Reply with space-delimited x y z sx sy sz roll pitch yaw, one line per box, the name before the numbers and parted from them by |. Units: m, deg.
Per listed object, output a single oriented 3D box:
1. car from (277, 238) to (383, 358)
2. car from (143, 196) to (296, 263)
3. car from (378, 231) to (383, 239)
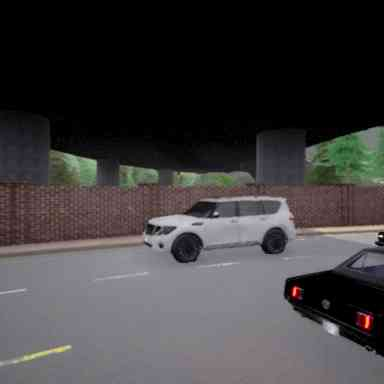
car | 3.960 1.569 5.391 4.718 1.301 1.895 0 0 -22
car | 1.075 1.184 11.918 5.566 2.045 2.150 0 0 -22
car | 8.499 1.534 10.908 4.718 1.301 1.895 0 0 -17
